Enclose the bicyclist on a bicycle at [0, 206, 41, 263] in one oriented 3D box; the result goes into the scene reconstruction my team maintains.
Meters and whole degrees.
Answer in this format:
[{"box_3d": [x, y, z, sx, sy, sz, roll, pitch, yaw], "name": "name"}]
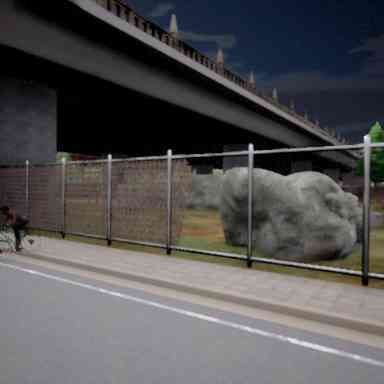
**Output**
[{"box_3d": [-5.402, 1.207, 10.100, 0.582, 1.620, 1.656, 1, 10, 34], "name": "bicyclist on a bicycle"}]
